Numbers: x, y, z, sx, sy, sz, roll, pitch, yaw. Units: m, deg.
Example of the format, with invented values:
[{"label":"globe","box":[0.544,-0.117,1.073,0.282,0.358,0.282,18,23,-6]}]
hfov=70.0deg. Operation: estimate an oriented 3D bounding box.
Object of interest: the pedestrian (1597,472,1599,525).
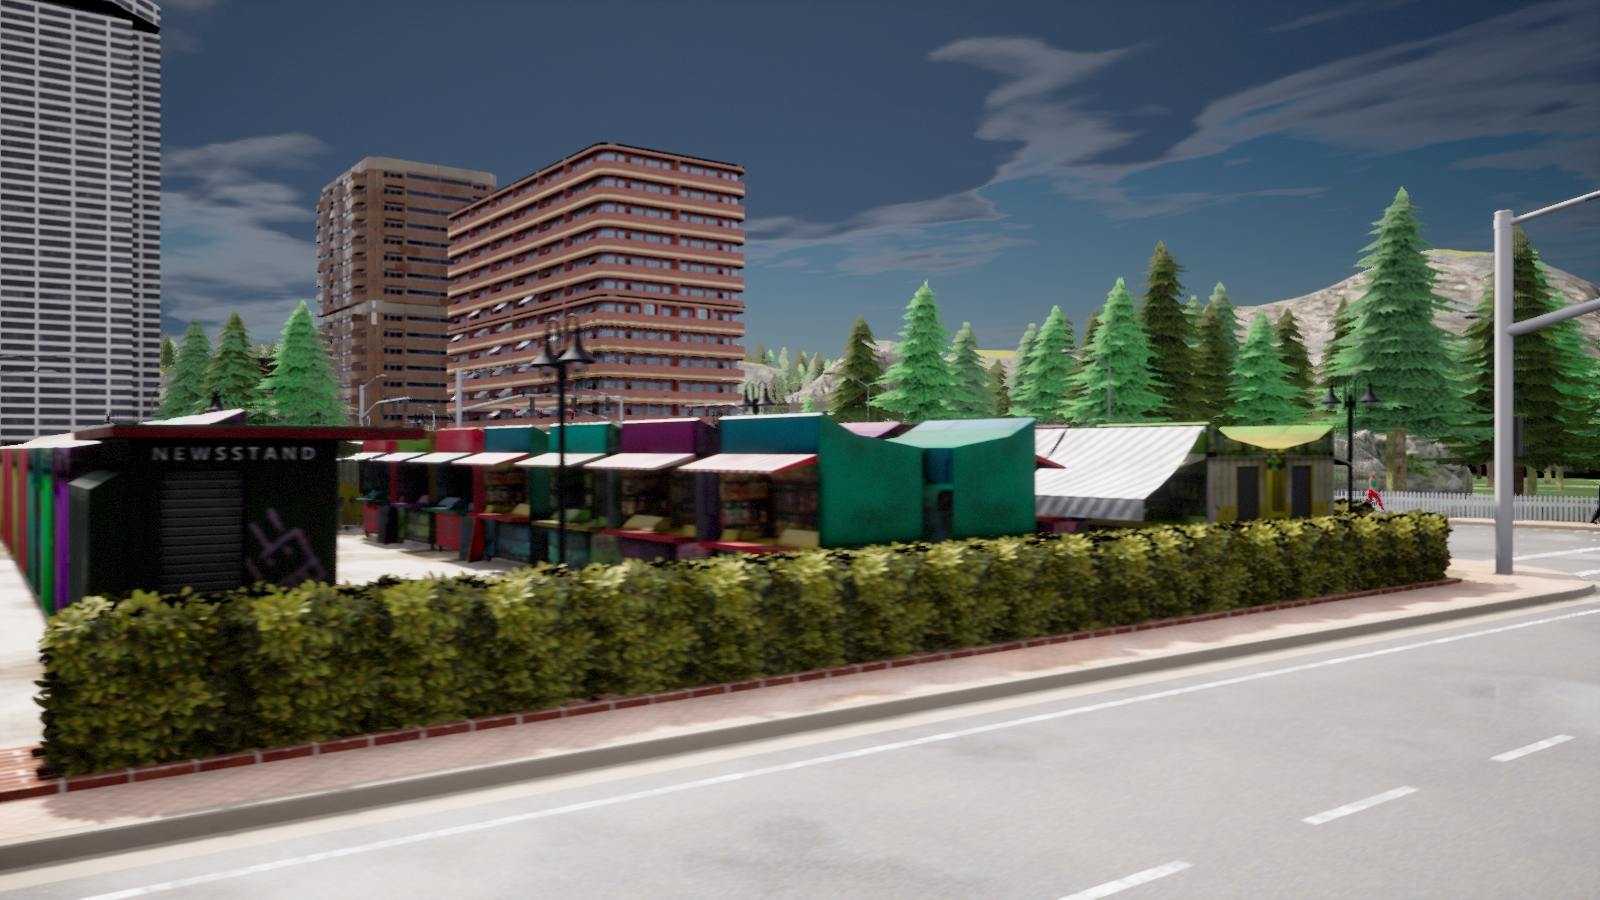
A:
[{"label":"pedestrian","box":[28.322,1.697,40.170,0.375,1.860,0.375,0,0,-37]}]

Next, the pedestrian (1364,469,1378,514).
[{"label":"pedestrian","box":[23.403,1.696,46.846,0.375,1.860,0.375,0,0,-37]}]
